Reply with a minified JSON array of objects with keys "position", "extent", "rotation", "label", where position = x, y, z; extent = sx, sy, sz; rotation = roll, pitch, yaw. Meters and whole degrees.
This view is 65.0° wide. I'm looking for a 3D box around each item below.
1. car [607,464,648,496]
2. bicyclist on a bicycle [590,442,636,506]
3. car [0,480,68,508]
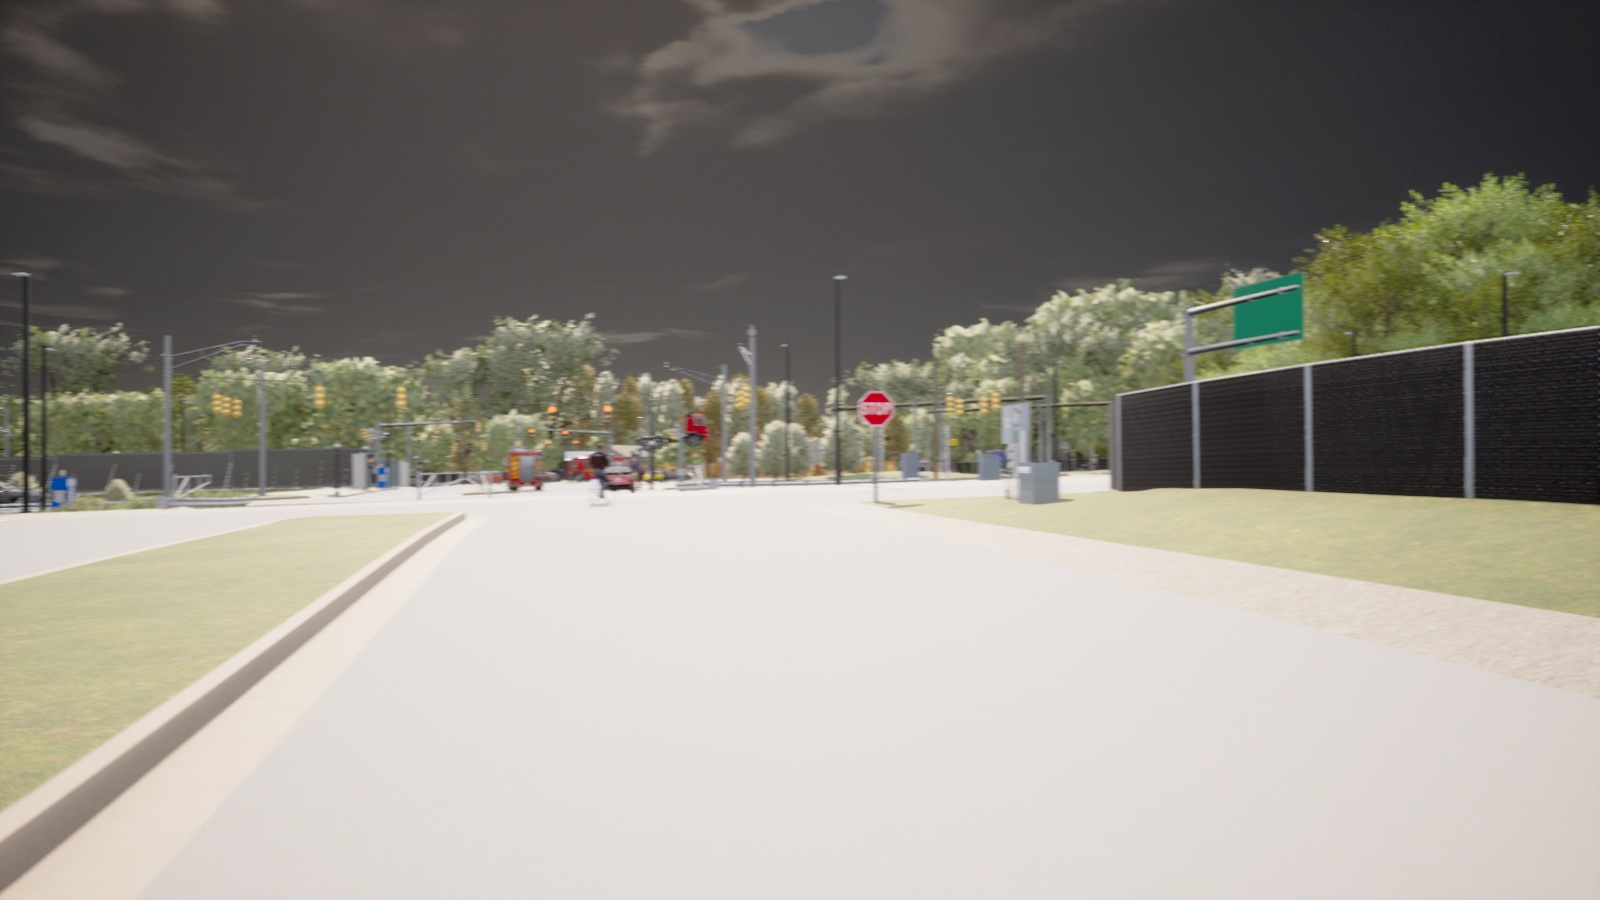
[{"position":[-8.842,1.484,64.279],"extent":[2.007,1.525,4.514],"rotation":[-1,0,-8],"label":"car"},{"position":[-5.353,0.669,36.057],"extent":[0.659,1.776,1.843],"rotation":[0,0,14],"label":"bicyclist on a bicycle"},{"position":[-44.895,2.525,71.714],"extent":[4.902,1.511,2.128],"rotation":[-1,0,-10],"label":"car"}]
